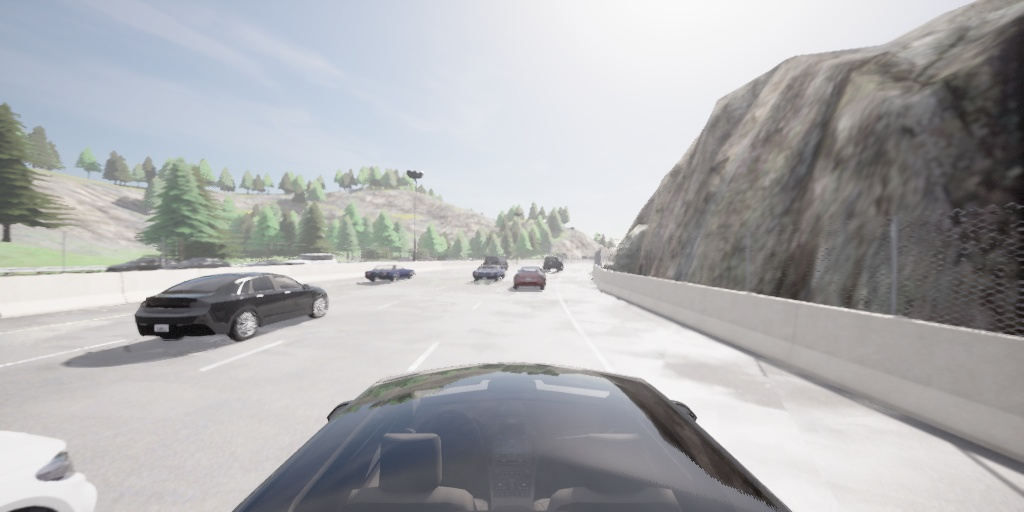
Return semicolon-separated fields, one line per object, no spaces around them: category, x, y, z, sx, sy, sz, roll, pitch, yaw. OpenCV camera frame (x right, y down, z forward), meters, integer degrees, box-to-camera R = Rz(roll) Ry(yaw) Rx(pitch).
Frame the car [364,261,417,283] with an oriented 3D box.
car;-9.012;1.258;26.925;1.895;1.301;4.718;1;0;7

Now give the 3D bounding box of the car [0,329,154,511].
car;-3.349;1.230;0.107;1.812;1.442;4.674;1;0;-1

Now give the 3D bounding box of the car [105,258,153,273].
car;-29.847;0.893;29.326;1.837;1.490;4.892;1;0;7

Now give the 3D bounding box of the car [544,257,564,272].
car;5.652;1.091;48.326;2.150;2.045;5.566;0;0;16

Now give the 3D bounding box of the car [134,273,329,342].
car;-6.834;1.175;9.519;1.837;1.490;4.892;0;0;2

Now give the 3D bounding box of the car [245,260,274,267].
car;-22.297;1.055;32.856;1.994;1.385;4.181;1;0;8

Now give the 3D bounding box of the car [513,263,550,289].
car;1.248;1.352;23.507;1.994;1.385;4.181;1;0;7

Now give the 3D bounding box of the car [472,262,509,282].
car;-1.724;1.355;28.719;1.895;1.301;4.718;1;0;8

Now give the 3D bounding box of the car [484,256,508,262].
car;-1.988;0.990;46.543;2.150;2.045;5.566;0;0;14

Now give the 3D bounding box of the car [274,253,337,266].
car;-18.687;0.762;33.379;2.150;2.045;5.566;1;0;9

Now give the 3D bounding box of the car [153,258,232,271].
car;-26.224;0.927;30.076;2.128;1.511;4.902;1;0;8
